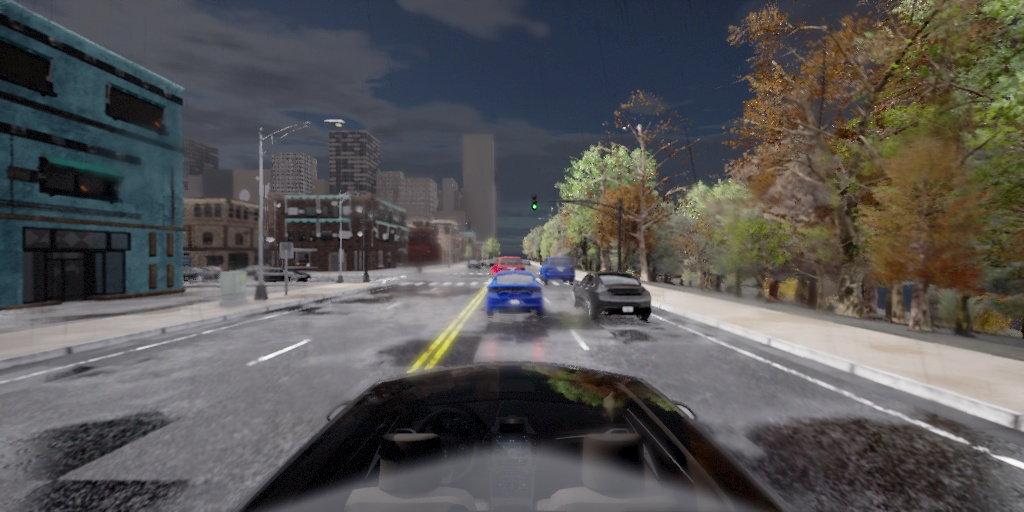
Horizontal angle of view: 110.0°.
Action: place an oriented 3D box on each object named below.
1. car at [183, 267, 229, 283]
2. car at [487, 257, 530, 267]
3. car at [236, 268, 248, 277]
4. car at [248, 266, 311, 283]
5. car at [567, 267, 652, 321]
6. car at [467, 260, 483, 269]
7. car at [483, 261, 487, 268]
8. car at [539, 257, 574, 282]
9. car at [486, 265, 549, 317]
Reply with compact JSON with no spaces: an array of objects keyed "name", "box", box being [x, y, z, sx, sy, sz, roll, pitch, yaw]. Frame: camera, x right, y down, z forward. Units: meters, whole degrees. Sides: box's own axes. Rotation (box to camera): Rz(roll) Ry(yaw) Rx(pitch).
[{"name":"car","box":[-30.321,1.739,34.050,4.892,1.490,1.837,-1,0,0]},{"name":"car","box":[-0.407,1.085,27.179,2.150,2.045,5.566,0,0,-8]},{"name":"car","box":[-28.282,1.730,39.836,4.403,1.370,2.007,0,0,0]},{"name":"car","box":[-19.949,1.696,31.325,4.313,1.339,1.948,0,0,0]},{"name":"car","box":[3.350,1.304,12.772,1.837,1.490,4.892,0,0,0]},{"name":"car","box":[-6.547,1.486,62.160,1.882,1.535,5.008,0,0,0]},{"name":"car","box":[-3.297,1.361,62.163,2.097,1.767,4.553,0,0,1]},{"name":"car","box":[3.349,1.084,27.033,2.150,2.045,5.566,0,0,0]},{"name":"car","box":[0.100,1.279,13.424,1.882,1.535,5.008,0,0,0]}]
